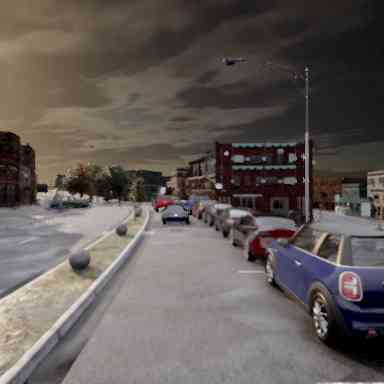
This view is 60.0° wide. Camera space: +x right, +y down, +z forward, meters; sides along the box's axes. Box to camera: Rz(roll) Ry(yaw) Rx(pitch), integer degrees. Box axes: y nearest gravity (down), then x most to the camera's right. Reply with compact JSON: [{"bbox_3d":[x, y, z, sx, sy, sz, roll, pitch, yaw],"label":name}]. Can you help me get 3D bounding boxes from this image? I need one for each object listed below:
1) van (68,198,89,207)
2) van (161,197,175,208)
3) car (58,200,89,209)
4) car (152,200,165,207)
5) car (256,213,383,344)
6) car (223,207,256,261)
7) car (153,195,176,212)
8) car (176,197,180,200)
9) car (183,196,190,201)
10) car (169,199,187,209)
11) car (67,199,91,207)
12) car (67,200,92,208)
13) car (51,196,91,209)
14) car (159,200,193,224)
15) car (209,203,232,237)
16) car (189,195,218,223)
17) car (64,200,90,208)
[{"bbox_3d":[-26.132,2.514,76.607,4.442,1.987,1.878,0,-2,-18],"label":"van"},{"bbox_3d":[-4.551,1.887,61.725,1.878,1.987,4.442,0,-2,-13],"label":"van"},{"bbox_3d":[-20.681,2.168,58.162,4.792,1.488,2.163,0,-2,-13],"label":"car"},{"bbox_3d":[-7.322,2.449,72.309,2.097,1.535,5.008,0,-2,-15],"label":"car"},{"bbox_3d":[2.912,1.352,6.612,2.185,1.767,4.553,0,0,-1],"label":"car"},{"bbox_3d":[2.671,1.509,12.335,2.163,1.488,4.792,0,0,-2],"label":"car"},{"bbox_3d":[-3.711,1.417,42.881,2.150,2.045,5.566,0,-1,-10],"label":"car"},{"bbox_3d":[-1.139,1.747,45.324,2.002,1.452,4.674,0,-1,-10],"label":"car"},{"bbox_3d":[0.600,1.299,34.421,2.435,2.045,5.566,0,0,-7],"label":"car"},{"bbox_3d":[-2.168,1.858,50.769,2.002,1.452,4.674,0,-1,-11],"label":"car"},{"bbox_3d":[-28.665,2.711,84.249,5.566,2.045,2.435,0,-1,-19],"label":"car"},{"bbox_3d":[-25.007,2.656,74.092,5.366,1.575,1.946,0,-2,-17],"label":"car"},{"bbox_3d":[-19.431,1.724,52.851,5.566,2.045,2.435,0,-1,-12],"label":"car"},{"bbox_3d":[-1.305,1.577,25.192,1.994,1.385,4.181,0,0,-6],"label":"car"},{"bbox_3d":[2.333,1.520,17.844,2.002,1.452,4.674,0,0,-4],"label":"car"},{"bbox_3d":[1.291,1.381,28.853,2.185,1.767,4.553,0,0,-6],"label":"car"},{"bbox_3d":[-22.869,2.439,66.185,4.792,1.488,2.163,0,-2,-15],"label":"car"}]
